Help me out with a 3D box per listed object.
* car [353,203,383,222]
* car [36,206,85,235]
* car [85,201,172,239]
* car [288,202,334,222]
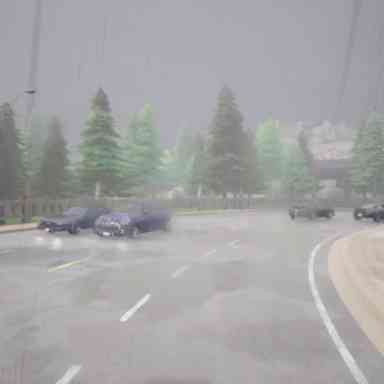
[{"bbox_3d":[14.969,1.627,27.050,4.674,1.442,1.812,0,0,-33],"label":"car"},{"bbox_3d":[-5.983,1.481,18.812,2.033,1.411,5.357,0,0,26],"label":"car"},{"bbox_3d":[-2.909,1.311,17.113,2.097,1.767,4.553,1,0,26],"label":"car"},{"bbox_3d":[9.813,1.551,27.202,4.902,1.511,2.128,0,0,-42],"label":"car"}]
